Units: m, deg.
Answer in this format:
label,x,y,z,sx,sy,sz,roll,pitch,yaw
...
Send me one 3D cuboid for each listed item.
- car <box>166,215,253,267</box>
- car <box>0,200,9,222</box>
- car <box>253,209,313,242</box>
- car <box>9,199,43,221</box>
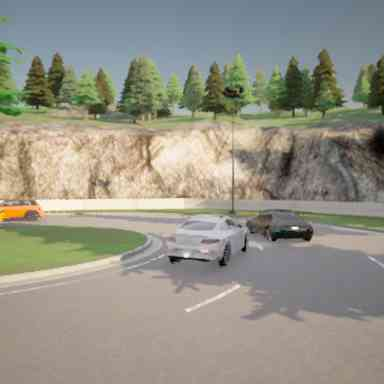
label,x,y,z,sx,sy,sz,roll,pitch,yaw
car,0.656,1.511,11.433,1.812,1.442,4.674,1,0,21
car,-14.817,1.478,21.298,5.008,1.535,1.882,0,-1,-33
car,4.157,1.538,16.421,1.994,1.385,4.181,0,0,-9
car,-14.010,1.346,25.670,4.553,1.767,2.097,0,0,-19
